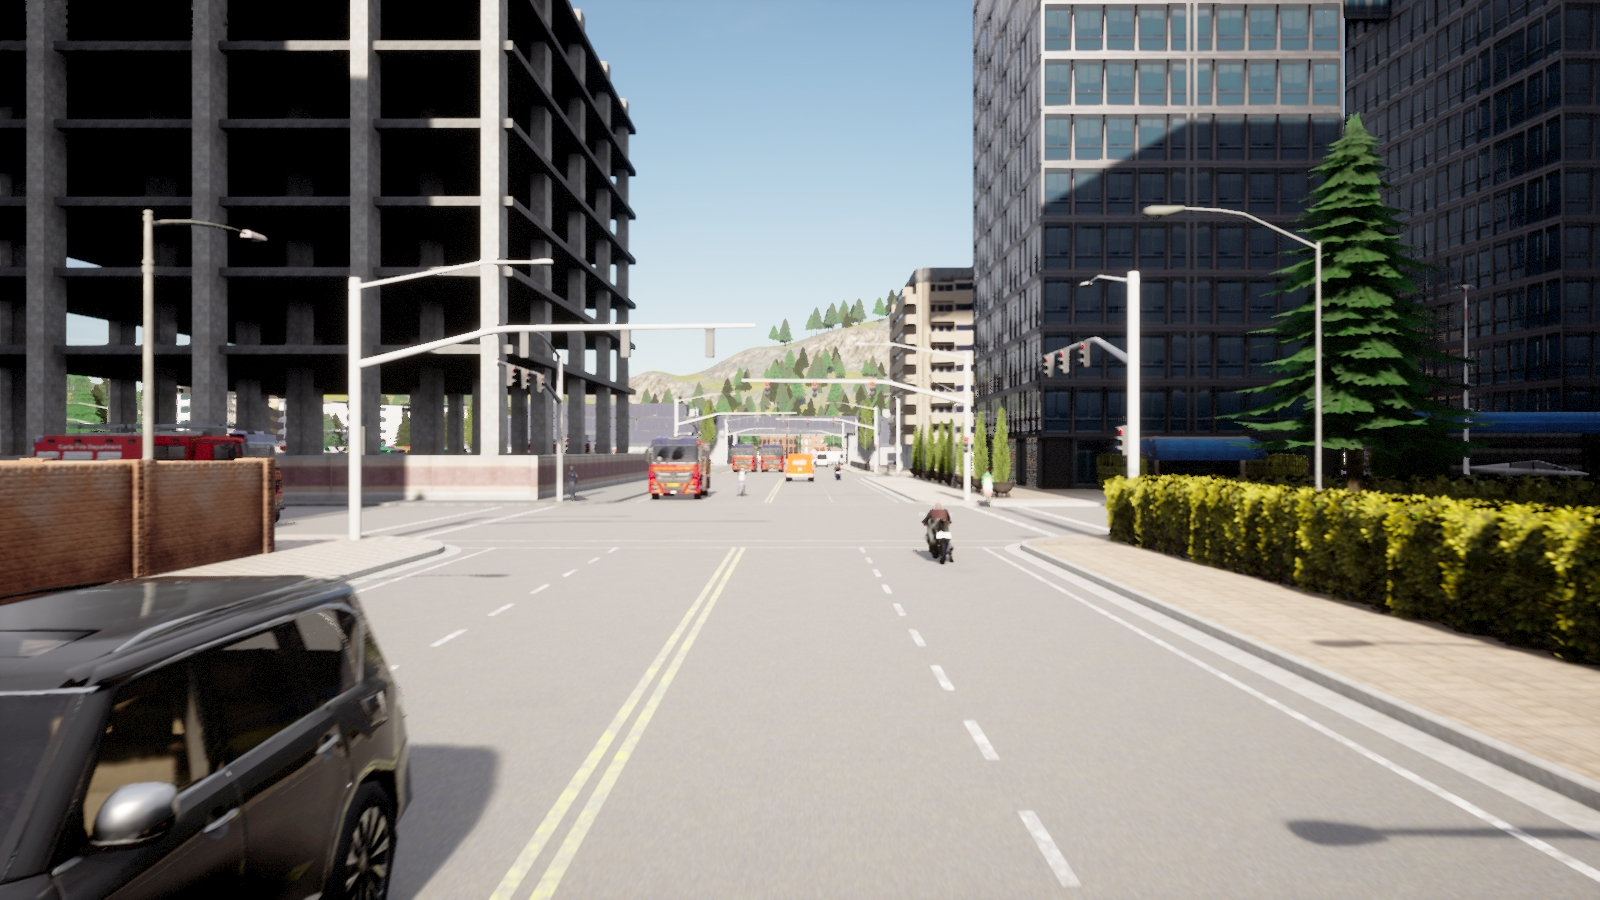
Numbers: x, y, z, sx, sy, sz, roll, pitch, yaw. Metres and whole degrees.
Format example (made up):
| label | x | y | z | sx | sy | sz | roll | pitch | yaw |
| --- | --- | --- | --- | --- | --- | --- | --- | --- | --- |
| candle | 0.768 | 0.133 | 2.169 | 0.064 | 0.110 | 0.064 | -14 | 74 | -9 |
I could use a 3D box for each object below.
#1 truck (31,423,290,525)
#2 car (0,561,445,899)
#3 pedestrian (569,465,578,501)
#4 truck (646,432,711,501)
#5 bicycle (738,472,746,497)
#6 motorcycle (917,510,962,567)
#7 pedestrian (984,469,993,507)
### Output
| label | x | y | z | sx | sy | sz | roll | pitch | yaw |
| --- | --- | --- | --- | --- | --- | --- | --- | --- | --- |
| truck | -24.726 | 0.897 | 44.479 | 8.468 | 3.827 | 2.891 | 0 | 0 | 0 |
| car | -3.500 | 1.780 | 5.013 | 2.150 | 2.045 | 5.566 | 0 | 0 | 0 |
| pedestrian | -11.644 | 1.703 | 58.723 | 0.375 | 1.860 | 0.375 | 0 | 0 | 13 |
| truck | -6.995 | 0.899 | 66.965 | 2.891 | 3.827 | 8.468 | 0 | 0 | 0 |
| bicycle | -3.494 | 2.065 | 68.704 | 0.373 | 1.496 | 1.643 | 0 | 0 | 0 |
| motorcycle | 3.503 | 2.209 | 28.875 | 0.867 | 1.251 | 2.209 | 0 | 0 | 0 |
| pedestrian | 9.236 | 1.856 | 56.020 | 0.375 | 1.860 | 0.375 | 0 | 0 | 1 |
